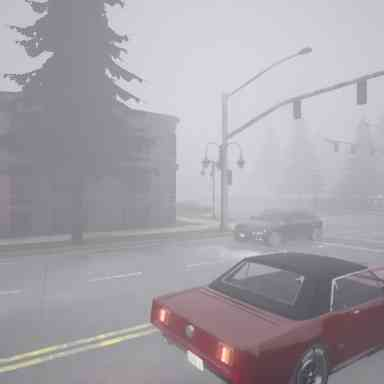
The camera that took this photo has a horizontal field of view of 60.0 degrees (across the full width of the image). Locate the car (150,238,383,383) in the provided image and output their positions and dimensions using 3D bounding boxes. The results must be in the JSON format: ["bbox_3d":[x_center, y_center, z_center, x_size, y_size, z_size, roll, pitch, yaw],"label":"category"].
[{"bbox_3d":[1.881,1.601,4.976,4.718,1.301,1.895,0,0,-34],"label":"car"}]

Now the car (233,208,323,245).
[{"bbox_3d":[3.951,1.505,14.855,4.892,1.490,1.837,0,2,-38],"label":"car"}]

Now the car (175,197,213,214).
[{"bbox_3d":[0.119,1.547,35.242,2.033,1.411,5.357,0,0,-33],"label":"car"}]

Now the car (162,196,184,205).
[{"bbox_3d":[-3.420,1.525,60.039,1.812,1.442,4.674,0,0,-33],"label":"car"}]
